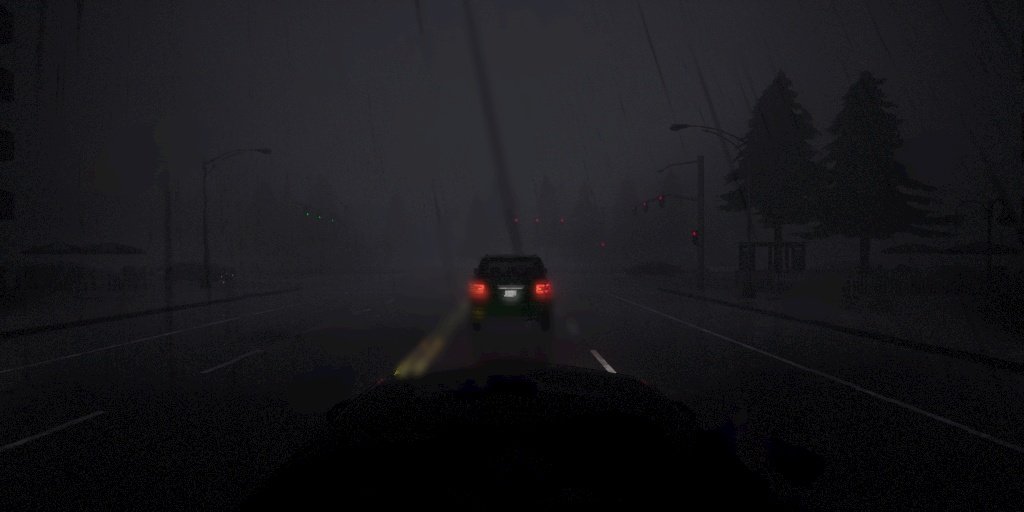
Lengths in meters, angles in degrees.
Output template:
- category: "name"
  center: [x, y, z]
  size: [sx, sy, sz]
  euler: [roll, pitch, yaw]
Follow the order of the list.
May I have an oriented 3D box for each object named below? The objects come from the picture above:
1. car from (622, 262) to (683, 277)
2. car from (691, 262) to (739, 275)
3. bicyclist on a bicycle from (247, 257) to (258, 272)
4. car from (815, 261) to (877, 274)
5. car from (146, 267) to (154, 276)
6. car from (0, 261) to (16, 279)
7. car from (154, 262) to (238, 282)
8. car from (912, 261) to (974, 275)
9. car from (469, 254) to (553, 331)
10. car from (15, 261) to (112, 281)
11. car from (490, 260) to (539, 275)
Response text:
- category: "car"
  center: [13.570, 1.242, 34.690]
  size: [5.357, 1.411, 2.033]
  euler: [0, 0, 0]
- category: "car"
  center: [21.796, 1.295, 38.247]
  size: [4.718, 1.301, 1.895]
  euler: [0, 0, 0]
- category: "bicyclist on a bicycle"
  center: [-30.097, 0.995, 41.602]
  size: [0.582, 1.620, 1.656]
  euler: [0, 0, 0]
- category: "car"
  center: [32.181, 1.186, 34.680]
  size: [4.902, 1.511, 2.128]
  euler: [0, 0, 1]
- category: "car"
  center: [-27.767, 1.242, 30.610]
  size: [5.357, 1.411, 2.033]
  euler: [0, 0, -2]
- category: "car"
  center: [-40.363, 1.199, 29.830]
  size: [4.892, 1.490, 1.837]
  euler: [0, 0, -10]
- category: "car"
  center: [-23.535, 1.199, 27.150]
  size: [4.892, 1.490, 1.837]
  euler: [0, 0, -1]
- category: "car"
  center: [44.421, 1.220, 36.919]
  size: [4.674, 1.442, 1.812]
  euler: [0, 0, 14]
- category: "car"
  center: [-0.020, 0.971, 11.086]
  size: [2.150, 2.045, 5.566]
  euler: [0, 0, 0]
- category: "car"
  center: [-33.261, 1.172, 26.966]
  size: [5.008, 1.535, 1.882]
  euler: [0, 0, -3]
- category: "car"
  center: [0.248, 1.176, 38.075]
  size: [5.008, 1.535, 1.882]
  euler: [0, 0, 0]
